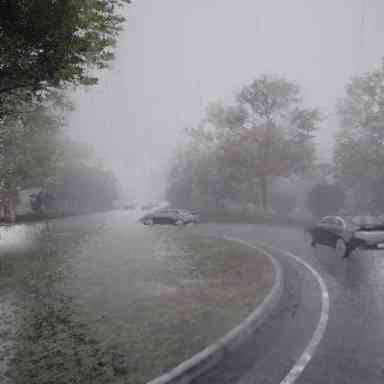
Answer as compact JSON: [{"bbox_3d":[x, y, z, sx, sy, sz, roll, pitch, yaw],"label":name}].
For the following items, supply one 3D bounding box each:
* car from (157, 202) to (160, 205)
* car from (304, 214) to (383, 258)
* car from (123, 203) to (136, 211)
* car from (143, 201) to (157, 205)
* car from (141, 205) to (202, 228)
[{"bbox_3d":[-8.813,2.884,79.291,1.994,1.385,4.181,-1,-1,-1],"label":"car"},{"bbox_3d":[6.193,1.638,13.509,2.128,1.511,4.902,-1,-1,-3],"label":"car"},{"bbox_3d":[-12.076,2.841,64.542,2.033,1.411,5.357,-1,-1,-1],"label":"car"},{"bbox_3d":[-8.549,2.777,63.785,2.033,1.411,5.357,-1,-1,-1],"label":"car"},{"bbox_3d":[-1.595,1.969,25.908,4.902,1.511,2.128,-1,-1,32],"label":"car"}]
